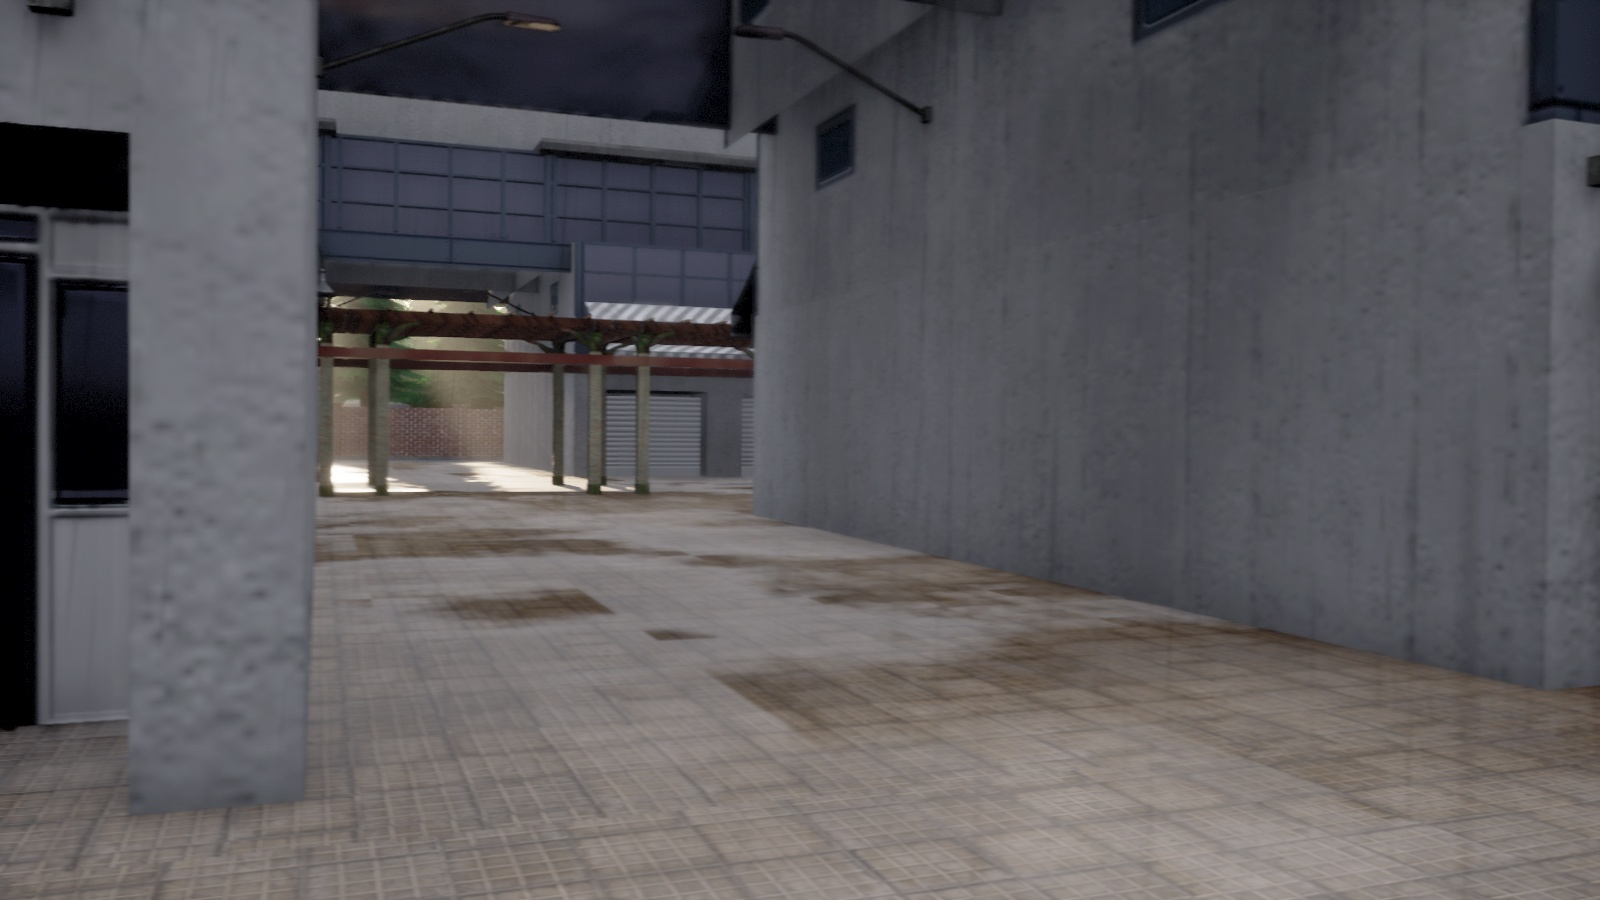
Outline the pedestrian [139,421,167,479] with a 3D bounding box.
[{"bbox_3d":[-22.009,0.001,42.727,0.788,1.949,0.423,-1,1,-20],"label":"pedestrian"}]
